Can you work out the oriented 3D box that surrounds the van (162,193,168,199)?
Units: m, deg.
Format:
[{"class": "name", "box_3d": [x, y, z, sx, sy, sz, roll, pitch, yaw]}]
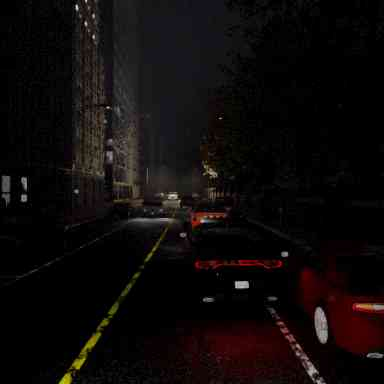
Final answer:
[{"class": "van", "box_3d": [-7.665, 1.106, 95.049, 1.690, 1.788, 3.998, 0, 0, -1]}]

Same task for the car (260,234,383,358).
[{"class": "car", "box_3d": [2.701, 1.544, 6.077, 1.887, 1.381, 4.507, 0, 0, 0]}]

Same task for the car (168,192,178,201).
[{"class": "car", "box_3d": [-4.372, 1.050, 76.567, 2.150, 2.045, 5.566, 0, 0, -1]}]

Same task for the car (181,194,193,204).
[{"class": "car", "box_3d": [-0.945, 1.231, 59.606, 2.097, 1.767, 4.553, 0, 0, -1]}]

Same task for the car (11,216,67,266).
[{"class": "car", "box_3d": [-5.817, 1.561, 11.595, 1.947, 1.339, 4.313, 0, 0, 0]}]

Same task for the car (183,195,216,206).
[{"class": "car", "box_3d": [0.696, 1.328, 24.399, 2.097, 1.767, 4.553, 0, 0, 1]}]

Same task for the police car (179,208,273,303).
[{"class": "police car", "box_3d": [0.739, 1.423, 8.423, 1.930, 1.638, 5.238, 0, 0, -3]}]

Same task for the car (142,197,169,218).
[{"class": "car", "box_3d": [-3.298, 1.489, 29.680, 1.812, 1.442, 4.674, 0, 0, -1]}]

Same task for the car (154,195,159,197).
[{"class": "car", "box_3d": [-6.551, 1.486, 50.581, 1.802, 1.307, 4.206, 0, 0, -1]}]

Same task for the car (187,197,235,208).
[{"class": "car", "box_3d": [0.906, 1.338, 18.350, 2.097, 1.767, 4.553, 0, 0, 0]}]

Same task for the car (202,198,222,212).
[{"class": "car", "box_3d": [2.258, 1.488, 39.417, 2.008, 1.369, 4.403, 0, 0, -1]}]

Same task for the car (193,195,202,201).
[{"class": "car", "box_3d": [1.281, 1.375, 78.323, 2.008, 1.369, 4.403, 0, 0, -1]}]

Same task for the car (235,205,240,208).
[{"class": "car", "box_3d": [2.649, 1.562, 22.735, 1.802, 1.307, 4.206, 0, 0, -1]}]

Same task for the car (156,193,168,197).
[{"class": "car", "box_3d": [-7.107, 1.154, 72.813, 2.192, 1.841, 5.009, 0, 0, -1]}]

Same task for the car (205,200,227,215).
[{"class": "car", "box_3d": [2.397, 1.535, 33.860, 1.802, 1.307, 4.206, 0, 0, -1]}]

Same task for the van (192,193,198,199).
[{"class": "van", "box_3d": [0.864, 1.108, 94.997, 1.690, 1.788, 3.998, 0, 0, -1]}]

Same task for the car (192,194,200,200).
[{"class": "car", "box_3d": [1.003, 1.227, 89.440, 1.967, 1.590, 4.097, 0, 0, -1]}]

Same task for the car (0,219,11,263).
[{"class": "car", "box_3d": [-5.824, 1.314, 6.033, 2.192, 1.841, 5.009, 0, 0, 0]}]

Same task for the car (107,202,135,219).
[{"class": "car", "box_3d": [-5.993, 1.532, 28.341, 1.947, 1.339, 4.313, 0, 0, -1]}]

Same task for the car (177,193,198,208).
[{"class": "car", "box_3d": [-0.598, 1.269, 46.379, 2.097, 1.767, 4.553, 0, 0, -1]}]

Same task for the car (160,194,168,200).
[{"class": "car", "box_3d": [-7.527, 1.336, 89.490, 2.008, 1.369, 4.403, 0, 0, -1]}]
